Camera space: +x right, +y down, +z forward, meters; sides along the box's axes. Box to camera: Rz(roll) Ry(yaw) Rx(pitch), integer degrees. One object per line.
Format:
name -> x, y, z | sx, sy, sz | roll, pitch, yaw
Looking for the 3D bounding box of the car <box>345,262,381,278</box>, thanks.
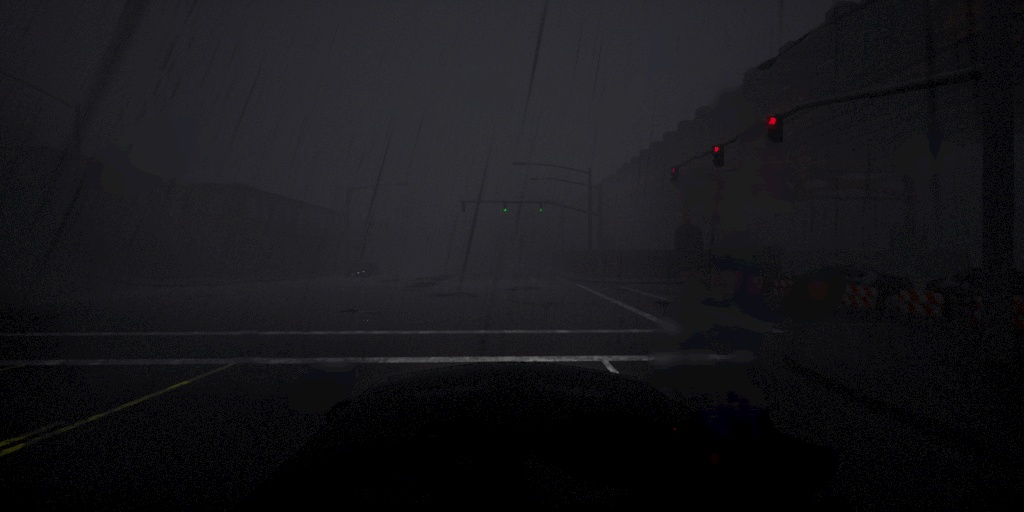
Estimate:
car -> -14.009, 1.322, 33.948 | 1.837, 1.490, 4.892 | 0, 1, 0
